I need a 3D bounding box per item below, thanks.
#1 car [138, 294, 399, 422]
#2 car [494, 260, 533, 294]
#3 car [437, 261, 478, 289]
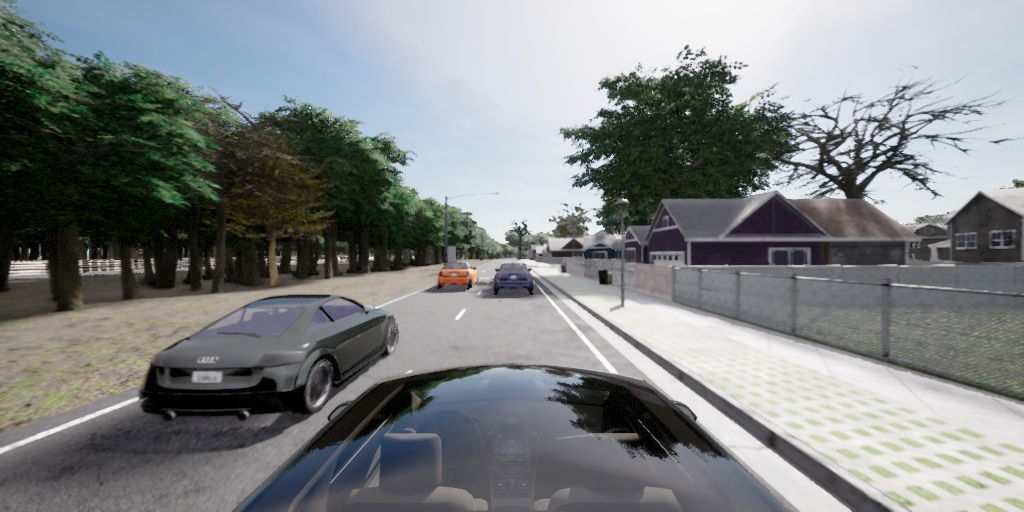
[{"bbox_3d":[-3.403,1.317,6.008,1.994,1.385,4.181,0,0,0],"label":"car"},{"bbox_3d":[0.075,1.103,20.553,2.097,1.767,4.553,0,0,0],"label":"car"},{"bbox_3d":[-3.426,1.106,23.304,2.097,1.767,4.553,0,0,0],"label":"car"}]
